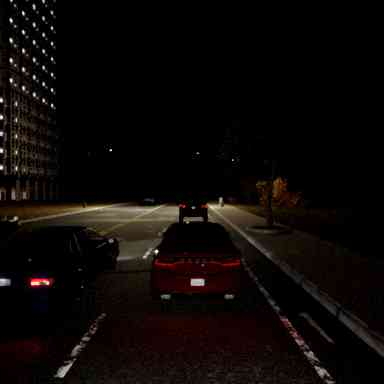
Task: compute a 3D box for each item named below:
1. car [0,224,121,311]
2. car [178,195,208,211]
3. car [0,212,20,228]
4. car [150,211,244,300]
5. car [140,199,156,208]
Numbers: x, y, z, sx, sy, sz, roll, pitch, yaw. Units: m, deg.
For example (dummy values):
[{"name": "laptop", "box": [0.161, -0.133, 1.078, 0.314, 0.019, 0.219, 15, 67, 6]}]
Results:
[{"name": "car", "box": [-3.148, 1.547, 8.033, 2.033, 1.411, 5.357, 0, 0, 0]}, {"name": "car", "box": [0.104, 1.219, 26.537, 2.150, 2.045, 5.566, 0, 0, 0]}, {"name": "car", "box": [-9.848, 1.546, 14.996, 2.033, 1.411, 5.357, 0, 0, 0]}, {"name": "car", "box": [0.102, 1.477, 8.458, 1.882, 1.535, 5.008, 0, 0, 0]}, {"name": "car", "box": [-6.490, 1.646, 49.082, 1.895, 1.301, 4.718, 0, 0, 0]}]
